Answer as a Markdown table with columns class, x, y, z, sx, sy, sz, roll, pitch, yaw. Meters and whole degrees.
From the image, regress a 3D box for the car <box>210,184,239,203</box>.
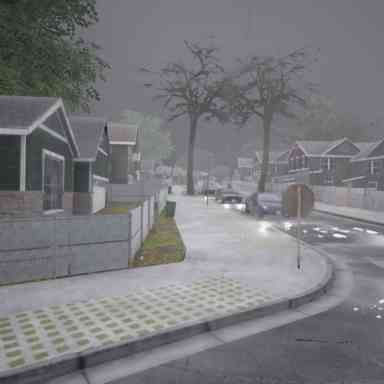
| class | x | y | z | sx | sy | sz | roll | pitch | yaw |
| --- | --- | --- | --- | --- | --- | --- | --- | --- | --- |
| car | 3.448 | 0.253 | 32.479 | 2.033 | 1.411 | 5.357 | 1 | 3 | -6 |

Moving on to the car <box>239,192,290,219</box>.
| class | x | y | z | sx | sy | sz | roll | pitch | yaw |
| --- | --- | --- | --- | --- | --- | --- | --- | --- | --- |
| car | 4.643 | 0.784 | 21.007 | 1.812 | 1.442 | 4.674 | 1 | 3 | -6 |

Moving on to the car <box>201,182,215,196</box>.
| class | x | y | z | sx | sy | sz | roll | pitch | yaw |
| --- | --- | --- | --- | --- | --- | --- | --- | --- | --- |
| car | 2.375 | -0.315 | 42.821 | 1.882 | 1.535 | 5.008 | 1 | 3 | -6 |
